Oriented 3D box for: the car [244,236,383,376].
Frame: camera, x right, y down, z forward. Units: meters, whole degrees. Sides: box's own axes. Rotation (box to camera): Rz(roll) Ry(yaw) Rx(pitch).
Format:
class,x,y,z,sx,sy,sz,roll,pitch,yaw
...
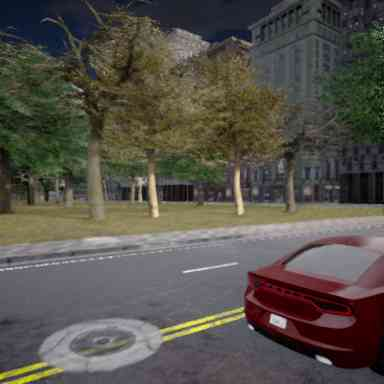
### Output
class,x,y,z,sx,sy,sz,roll,pitch,yaw
car,3.107,1.493,5.657,5.008,1.535,1.882,0,0,-35
